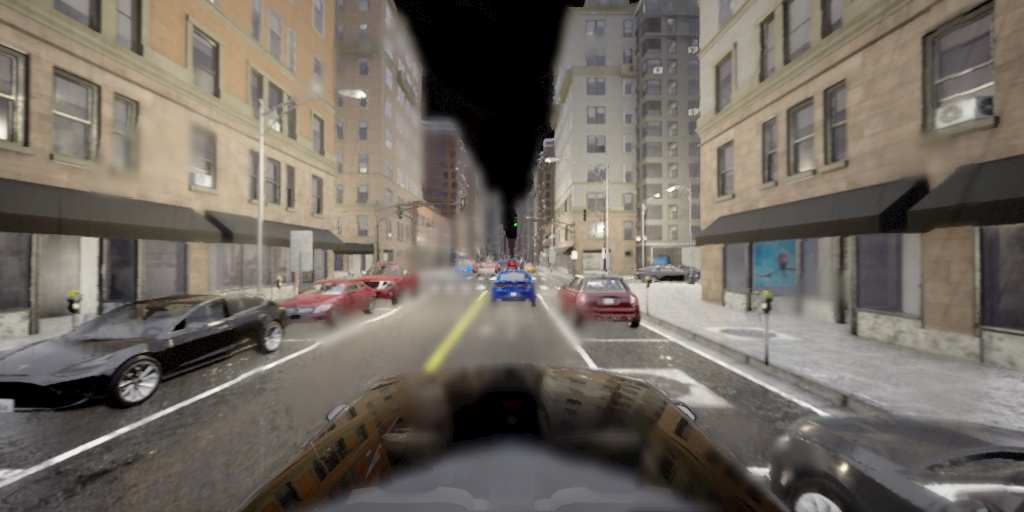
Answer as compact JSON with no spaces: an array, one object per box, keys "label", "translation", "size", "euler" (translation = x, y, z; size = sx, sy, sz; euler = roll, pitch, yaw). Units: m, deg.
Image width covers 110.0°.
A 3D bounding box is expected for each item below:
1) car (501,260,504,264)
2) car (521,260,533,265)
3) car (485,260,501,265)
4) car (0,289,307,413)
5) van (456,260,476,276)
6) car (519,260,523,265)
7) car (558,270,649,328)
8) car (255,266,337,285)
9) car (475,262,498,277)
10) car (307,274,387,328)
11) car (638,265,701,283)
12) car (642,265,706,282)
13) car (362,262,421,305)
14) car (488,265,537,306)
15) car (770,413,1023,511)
[{"label":"car","translation":[-2.986,1.706,62.926],"size":[2.097,1.767,4.553],"euler":[0,-1,0]},{"label":"car","translation":[2.681,1.807,55.649],"size":[1.751,1.417,4.829],"euler":[0,0,0]},{"label":"car","translation":[-3.068,1.732,52.751],"size":[1.882,1.535,5.008],"euler":[0,-1,0]},{"label":"car","translation":[-5.857,1.362,6.273],"size":[1.948,1.339,4.313],"euler":[0,0,0]},{"label":"van","translation":[-5.848,1.512,44.266],"size":[1.690,1.789,3.998],"euler":[0,0,0]},{"label":"car","translation":[2.682,1.886,61.073],"size":[2.007,1.370,4.403],"euler":[0,0,0]},{"label":"car","translation":[2.671,1.291,11.820],"size":[1.967,1.591,4.097],"euler":[0,0,0]},{"label":"car","translation":[-17.336,1.580,29.024],"size":[5.357,1.411,2.033],"euler":[0,-1,-4]},{"label":"car","translation":[-3.071,1.764,43.397],"size":[1.895,1.301,4.718],"euler":[0,-1,-1]},{"label":"car","translation":[-5.856,1.433,11.796],"size":[1.802,1.307,4.207],"euler":[0,0,0]},{"label":"car","translation":[12.443,1.507,29.011],"size":[4.902,1.511,2.128],"euler":[0,-1,-3]},{"label":"car","translation":[14.572,1.551,32.448],"size":[4.892,1.490,1.837],"euler":[0,-1,1]},{"label":"car","translation":[-5.854,1.221,17.319],"size":[2.192,1.841,5.009],"euler":[0,0,0]},{"label":"car","translation":[0.104,1.378,16.744],"size":[1.882,1.535,5.008],"euler":[0,0,0]},{"label":"car","translation":[2.668,1.291,0.770],"size":[2.007,1.370,4.403],"euler":[0,0,0]}]
